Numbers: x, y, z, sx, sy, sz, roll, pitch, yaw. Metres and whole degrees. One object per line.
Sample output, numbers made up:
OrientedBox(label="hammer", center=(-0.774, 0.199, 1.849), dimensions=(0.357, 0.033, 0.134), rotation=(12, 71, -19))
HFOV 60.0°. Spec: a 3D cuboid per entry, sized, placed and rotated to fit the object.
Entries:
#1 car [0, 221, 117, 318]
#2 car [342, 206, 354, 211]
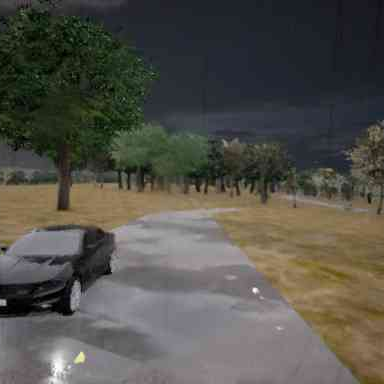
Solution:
OrientedBox(label="car", center=(-3.121, 1.533, 7.874), dimensions=(1.882, 1.535, 5.008), rotation=(0, 0, 0))
OrientedBox(label="car", center=(39.977, 4.145, 85.327), dimensions=(1.994, 1.385, 4.181), rotation=(-1, -4, 40))
